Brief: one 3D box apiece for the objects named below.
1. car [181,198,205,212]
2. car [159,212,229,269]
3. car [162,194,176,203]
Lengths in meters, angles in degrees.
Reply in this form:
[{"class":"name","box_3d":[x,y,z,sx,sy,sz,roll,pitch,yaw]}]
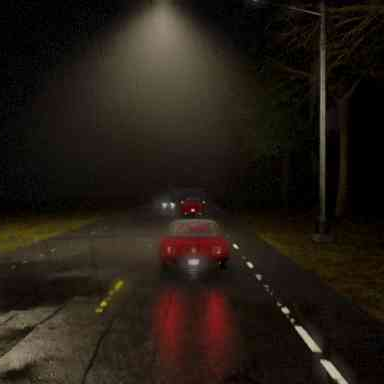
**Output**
[{"class":"car","box_3d":[0.096,1.259,28.984,1.882,1.535,5.008,0,1,1]},{"class":"car","box_3d":[0.068,1.557,11.004,1.895,1.301,4.718,0,0,0]},{"class":"car","box_3d":[-3.536,0.971,51.289,1.994,1.385,4.181,0,1,0]}]
